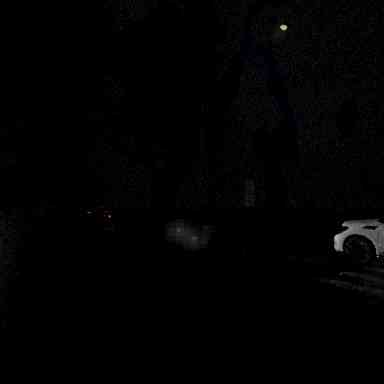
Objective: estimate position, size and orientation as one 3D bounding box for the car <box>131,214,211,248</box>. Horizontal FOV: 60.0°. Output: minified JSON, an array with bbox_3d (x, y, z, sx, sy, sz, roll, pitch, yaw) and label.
[{"bbox_3d":[-1.143,1.766,16.039,1.895,1.301,4.718,0,-1,-35],"label":"car"}]

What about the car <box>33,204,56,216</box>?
[{"bbox_3d":[-17.983,2.274,40.335,2.033,1.411,5.357,0,-1,-34],"label":"car"}]

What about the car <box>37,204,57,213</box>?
[{"bbox_3d":[-22.796,2.552,52.277,1.994,1.385,4.181,0,-1,-35],"label":"car"}]

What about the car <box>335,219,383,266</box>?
[{"bbox_3d":[7.020,1.239,9.483,2.150,2.045,5.566,0,-1,-35],"label":"car"}]

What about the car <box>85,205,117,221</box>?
[{"bbox_3d":[-8.900,1.997,32.330,1.837,1.490,4.892,0,-1,-35],"label":"car"}]
